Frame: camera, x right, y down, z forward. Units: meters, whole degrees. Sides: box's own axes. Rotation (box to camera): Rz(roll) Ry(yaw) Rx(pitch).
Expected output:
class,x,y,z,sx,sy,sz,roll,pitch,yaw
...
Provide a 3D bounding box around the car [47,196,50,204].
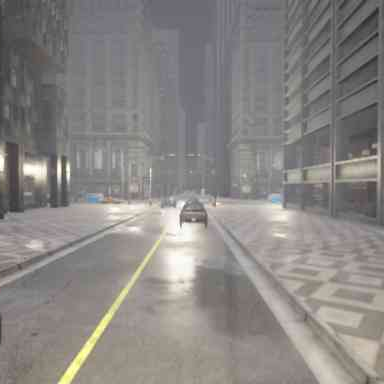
class,x,y,z,sx,sy,sz,roll,pitch,yaw
car,-25.383,1.538,60.078,4.507,1.381,1.887,0,1,0

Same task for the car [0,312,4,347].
class,x,y,z,sx,sy,sz,roll,pitch,yaw
car,-3.100,1.220,1.299,2.150,2.045,5.566,0,0,0

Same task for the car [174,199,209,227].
class,x,y,z,sx,sy,sz,roll,pitch,yaw
car,0.100,1.469,22.506,2.128,1.511,4.902,0,0,0

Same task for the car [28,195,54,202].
class,x,y,z,sx,sy,sz,roll,pitch,yaw
car,-31.059,1.384,68.580,4.507,1.381,1.887,0,1,0

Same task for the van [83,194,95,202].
class,x,y,z,sx,sy,sz,roll,pitch,yaw
van,-20.232,1.212,68.619,3.998,1.788,1.690,0,1,0

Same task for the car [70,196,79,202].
class,x,y,z,sx,sy,sz,roll,pitch,yaw
car,-25.646,1.421,68.601,4.313,1.339,1.947,0,1,0

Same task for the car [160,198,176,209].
class,x,y,z,sx,sy,sz,roll,pitch,yaw
car,-3.003,1.451,43.667,1.994,1.385,4.181,0,0,0

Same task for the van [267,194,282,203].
class,x,y,z,sx,sy,sz,roll,pitch,yaw
van,17.752,1.336,68.776,3.998,1.788,1.690,0,1,0

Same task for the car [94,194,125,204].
class,x,y,z,sx,sy,sz,roll,pitch,yaw
car,-14.633,1.551,60.112,4.829,1.417,1.752,0,1,0
